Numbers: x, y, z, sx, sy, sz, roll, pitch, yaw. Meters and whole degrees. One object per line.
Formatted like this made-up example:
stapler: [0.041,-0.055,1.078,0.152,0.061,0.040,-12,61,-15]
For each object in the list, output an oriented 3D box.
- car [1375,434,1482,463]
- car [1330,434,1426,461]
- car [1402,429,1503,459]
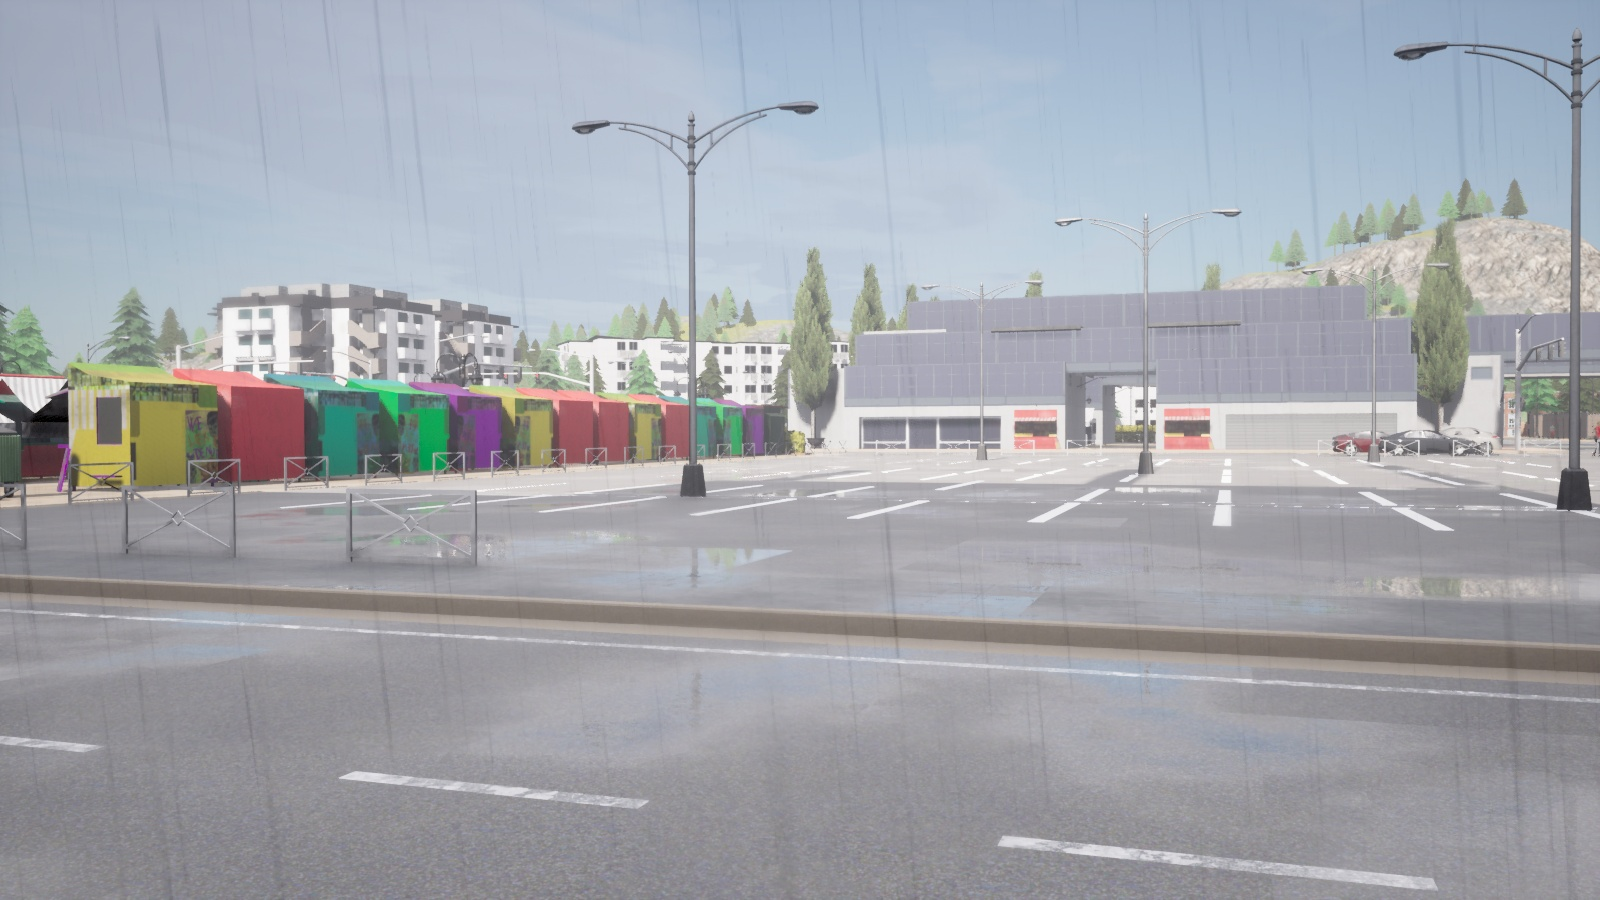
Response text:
car: [33.860,-0.120,67.801,4.902,1.511,2.128,1,1,20]
car: [32.991,-0.145,71.838,4.792,1.488,2.163,1,1,20]
car: [38.203,-0.376,73.676,5.027,1.651,2.152,1,1,19]
